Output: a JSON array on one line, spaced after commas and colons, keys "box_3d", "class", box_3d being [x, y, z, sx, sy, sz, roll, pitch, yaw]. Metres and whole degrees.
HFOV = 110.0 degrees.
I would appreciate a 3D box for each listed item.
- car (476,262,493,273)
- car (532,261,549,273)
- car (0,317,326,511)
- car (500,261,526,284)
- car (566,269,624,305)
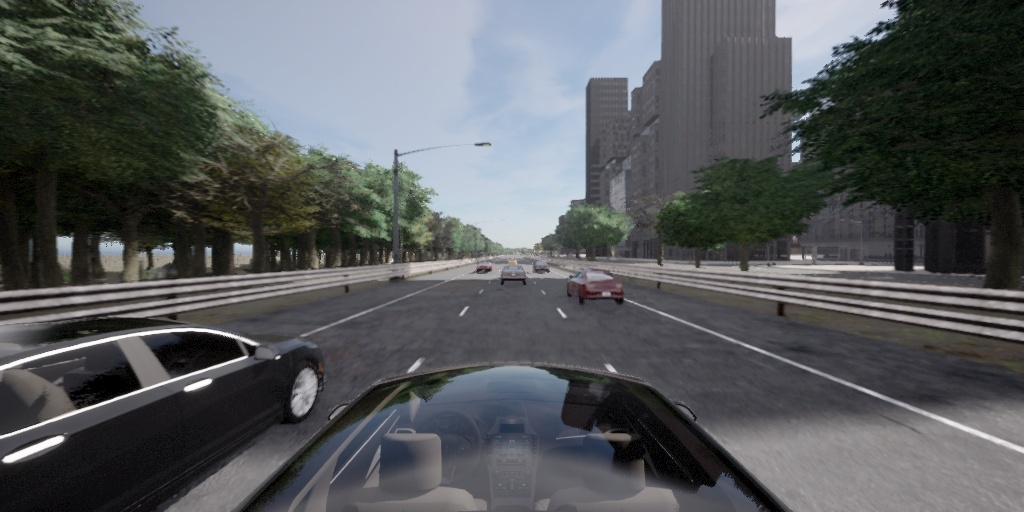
[{"box_3d": [-3.392, 1.392, 45.302, 1.895, 1.301, 4.718, 0, 0, 0], "class": "car"}, {"box_3d": [3.610, 1.339, 45.058, 2.033, 1.411, 5.357, 0, 0, 0], "class": "car"}, {"box_3d": [-3.400, 1.255, 2.843, 1.837, 1.490, 4.892, 0, 0, 0], "class": "car"}, {"box_3d": [0.103, 1.334, 27.071, 2.033, 1.411, 5.357, 0, 0, 0], "class": "car"}, {"box_3d": [3.602, 1.295, 15.988, 1.812, 1.442, 4.674, 0, 0, 0], "class": "car"}]
